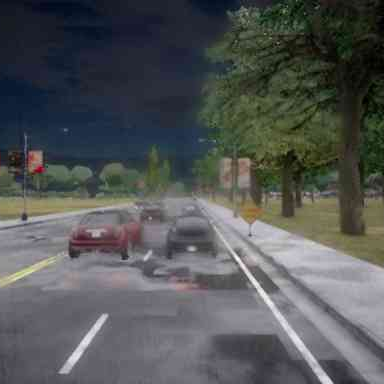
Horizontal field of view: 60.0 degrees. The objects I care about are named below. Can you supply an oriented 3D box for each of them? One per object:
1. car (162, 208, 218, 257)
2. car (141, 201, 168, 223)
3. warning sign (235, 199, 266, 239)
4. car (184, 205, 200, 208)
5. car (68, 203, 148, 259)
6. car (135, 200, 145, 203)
[{"bbox_3d":[0.011,1.651,13.506,1.837,1.490,4.892,0,0,0],"label":"car"},{"bbox_3d":[-3.246,1.815,28.506,1.837,1.490,4.892,0,0,0],"label":"car"},{"bbox_3d":[2.839,1.289,16.281,1.300,1.860,1.060,0,-1,0],"label":"warning sign"},{"bbox_3d":[0.008,1.838,28.914,1.812,1.442,4.674,0,0,0],"label":"car"},{"bbox_3d":[-3.238,1.494,13.433,2.097,1.767,4.553,0,-1,0],"label":"car"},{"bbox_3d":[-9.796,2.266,64.588,2.033,1.411,5.357,0,-1,0],"label":"car"}]
